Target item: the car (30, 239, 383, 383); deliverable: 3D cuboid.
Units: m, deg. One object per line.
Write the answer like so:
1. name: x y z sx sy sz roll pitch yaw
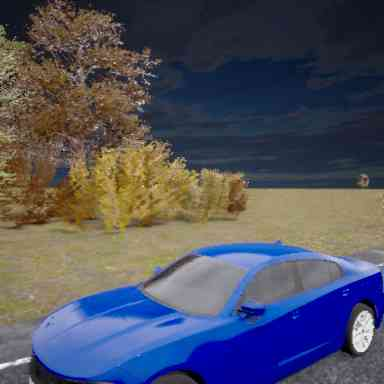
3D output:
1. car: 0.607 1.470 4.423 5.008 1.535 1.882 0 0 -36
